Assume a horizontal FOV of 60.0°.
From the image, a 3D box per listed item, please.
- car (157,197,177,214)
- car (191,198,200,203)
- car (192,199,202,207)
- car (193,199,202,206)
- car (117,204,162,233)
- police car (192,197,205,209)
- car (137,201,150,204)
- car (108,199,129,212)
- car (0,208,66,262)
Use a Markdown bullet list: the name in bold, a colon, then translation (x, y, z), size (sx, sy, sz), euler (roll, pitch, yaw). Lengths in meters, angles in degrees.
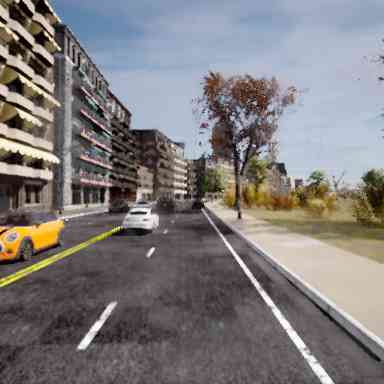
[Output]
- **car**: translation (-3.142, 1.608, 40.918), size (2.150, 2.045, 5.566), euler (0, 0, 0)
- **car**: translation (0.974, 2.335, 88.311), size (1.895, 1.301, 4.718), euler (0, -1, 4)
- **car**: translation (1.006, 2.132, 63.709), size (1.812, 1.442, 4.674), euler (0, -1, 1)
- **car**: translation (1.105, 2.191, 69.625), size (1.812, 1.442, 4.674), euler (0, -1, 1)
- **car**: translation (-3.154, 1.721, 20.939), size (1.812, 1.442, 4.674), euler (0, 0, 0)
- **police car**: translation (0.985, 1.935, 53.876), size (1.930, 1.638, 5.238), euler (0, -1, 0)
- **car**: translation (-6.560, 1.947, 44.808), size (1.812, 1.442, 4.674), euler (0, -1, 0)
- **car**: translation (-9.811, 1.774, 44.825), size (2.097, 1.767, 4.553), euler (0, -1, 0)
- **car**: translation (-6.549, 1.469, 12.577), size (2.097, 1.767, 4.553), euler (0, 0, 0)
